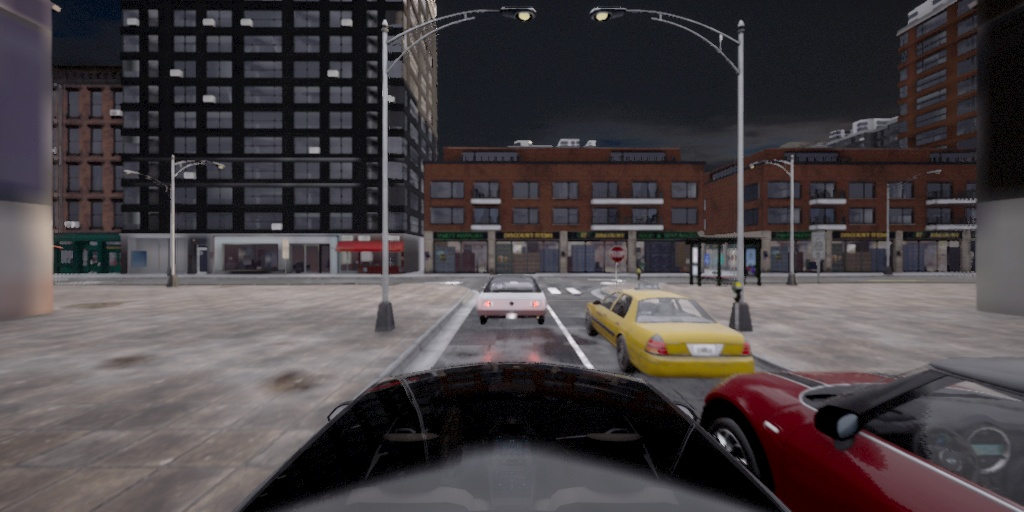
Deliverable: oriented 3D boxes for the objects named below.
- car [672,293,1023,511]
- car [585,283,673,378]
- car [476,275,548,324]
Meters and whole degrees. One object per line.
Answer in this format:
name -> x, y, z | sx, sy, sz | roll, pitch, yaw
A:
car -> 2.641, 1.191, 1.605 | 1.967, 1.591, 4.097 | 0, 0, 0
car -> 2.621, 1.219, 7.212 | 1.751, 1.417, 4.829 | 0, 0, 0
car -> 0.033, 1.247, 11.484 | 1.895, 1.301, 4.718 | 0, 1, 1
